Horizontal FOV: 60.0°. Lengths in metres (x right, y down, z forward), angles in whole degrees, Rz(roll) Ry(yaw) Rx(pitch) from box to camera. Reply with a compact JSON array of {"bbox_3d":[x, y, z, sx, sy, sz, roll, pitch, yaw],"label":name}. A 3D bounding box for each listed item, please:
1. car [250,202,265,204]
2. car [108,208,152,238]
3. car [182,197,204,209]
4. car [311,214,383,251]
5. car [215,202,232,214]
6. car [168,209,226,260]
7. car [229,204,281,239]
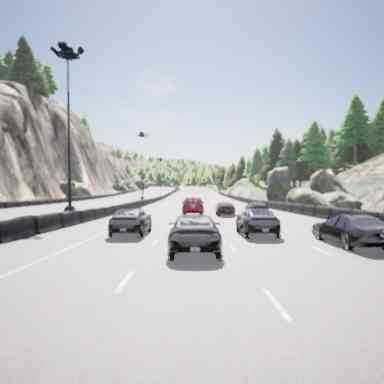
[{"bbox_3d":[7.098,1.802,36.473,1.882,1.535,5.008,0,0,0],"label":"car"},{"bbox_3d":[-3.401,1.676,18.837,2.128,1.511,4.902,0,-1,0],"label":"car"},{"bbox_3d":[0.098,1.538,35.057,2.150,2.045,5.566,0,0,0],"label":"car"},{"bbox_3d":[7.099,1.693,14.800,2.033,1.411,5.357,0,-1,0],"label":"car"},{"bbox_3d":[3.598,1.802,36.612,1.882,1.535,5.008,0,0,0],"label":"car"},{"bbox_3d":[0.099,1.619,12.927,2.128,1.511,4.902,0,-1,0],"label":"car"},{"bbox_3d":[3.599,1.675,18.673,2.128,1.511,4.902,0,-1,0],"label":"car"}]
